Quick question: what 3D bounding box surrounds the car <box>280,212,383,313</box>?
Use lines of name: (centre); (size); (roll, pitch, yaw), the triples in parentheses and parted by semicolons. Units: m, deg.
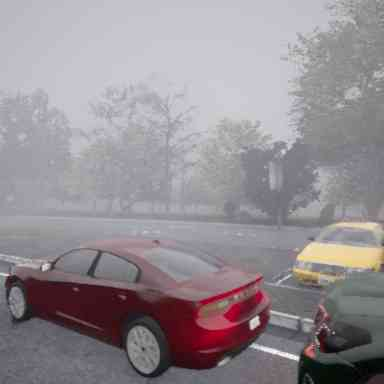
car: (4.299, 1.487, 8.968); (1.946, 1.575, 5.366); (0, 0, 36)

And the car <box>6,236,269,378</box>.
car: (-1.227, 1.505, 5.641); (5.008, 1.535, 1.882); (0, 0, 36)

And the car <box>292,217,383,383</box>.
car: (3.628, 1.236, 2.160); (5.566, 2.045, 2.150); (0, 0, 36)
